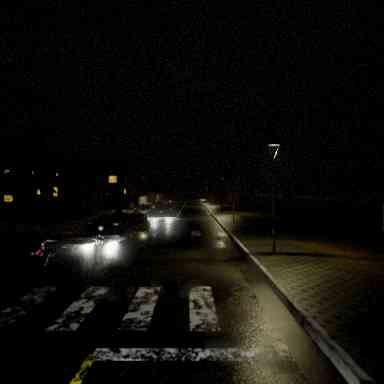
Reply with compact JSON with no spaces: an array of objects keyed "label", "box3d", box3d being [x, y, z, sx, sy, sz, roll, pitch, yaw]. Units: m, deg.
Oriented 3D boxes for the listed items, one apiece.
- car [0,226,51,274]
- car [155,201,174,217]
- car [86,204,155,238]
[{"label":"car","box3d":[-6.514,1.371,8.492,5.357,1.411,2.033,5,0,-16]},{"label":"car","box3d":[-2.717,1.561,31.292,1.994,1.385,4.181,0,0,0]},{"label":"car","box3d":[-3.822,1.557,17.770,1.994,1.385,4.181,1,0,15]}]
